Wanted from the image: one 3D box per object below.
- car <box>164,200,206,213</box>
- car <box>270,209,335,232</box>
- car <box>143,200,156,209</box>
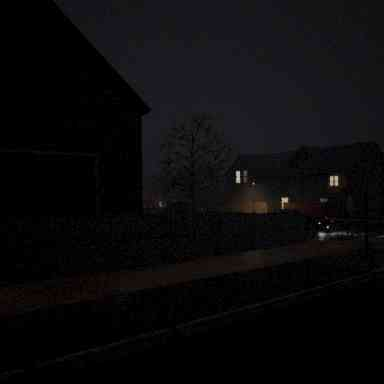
[{"bbox_3d":[-0.847,1.877,34.039,2.150,2.045,5.566,-1,-1,-35],"label":"car"},{"bbox_3d":[6.967,1.881,23.031,2.033,1.411,5.357,-1,-1,-36],"label":"car"},{"bbox_3d":[-7.291,2.192,48.099,2.150,2.045,5.566,-1,-1,-35],"label":"car"}]
